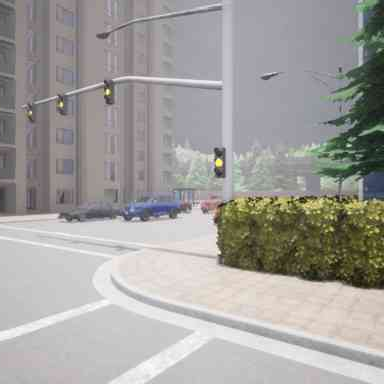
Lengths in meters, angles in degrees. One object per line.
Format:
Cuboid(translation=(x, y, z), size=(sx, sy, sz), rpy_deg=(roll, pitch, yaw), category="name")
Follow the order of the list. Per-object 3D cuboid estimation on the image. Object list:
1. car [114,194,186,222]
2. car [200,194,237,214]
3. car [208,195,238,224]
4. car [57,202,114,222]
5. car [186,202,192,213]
Cuboid(translation=(-3.225, 1.219, 26.916), size=(2.150, 2.045, 5.566), rpy_deg=(0, 0, 36), category="car")
Cuboid(translation=(3.119, 1.219, 35.551), size=(2.150, 2.045, 5.566), rpy_deg=(0, 0, 36), category="car")
Cuboid(translation=(3.471, 1.350, 23.876), size=(2.097, 1.767, 4.553), rpy_deg=(0, 0, 36), category="car")
Cuboid(translation=(-7.847, 1.545, 26.530), size=(2.033, 1.411, 5.357), rpy_deg=(0, 0, 36), category="car")
Cuboid(translation=(-2.043, 1.475, 34.439), size=(1.882, 1.535, 5.008), rpy_deg=(0, 0, 36), category="car")
